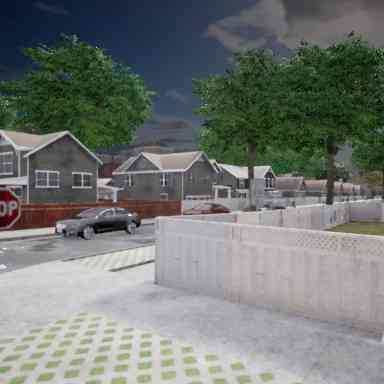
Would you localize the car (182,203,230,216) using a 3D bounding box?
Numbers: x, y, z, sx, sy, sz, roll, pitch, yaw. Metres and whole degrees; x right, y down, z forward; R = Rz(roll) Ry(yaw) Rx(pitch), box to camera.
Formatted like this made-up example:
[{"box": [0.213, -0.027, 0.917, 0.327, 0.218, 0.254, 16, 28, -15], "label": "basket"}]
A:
[{"box": [1.188, 1.614, 26.193, 1.882, 1.535, 5.008, 0, 0, 35], "label": "car"}]

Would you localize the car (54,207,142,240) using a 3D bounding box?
[{"box": [-4.831, 1.565, 17.691, 2.128, 1.511, 4.902, 0, 0, 35], "label": "car"}]

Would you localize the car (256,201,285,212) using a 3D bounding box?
[{"box": [8.787, 1.709, 36.908, 2.128, 1.511, 4.902, 0, 0, 35], "label": "car"}]
